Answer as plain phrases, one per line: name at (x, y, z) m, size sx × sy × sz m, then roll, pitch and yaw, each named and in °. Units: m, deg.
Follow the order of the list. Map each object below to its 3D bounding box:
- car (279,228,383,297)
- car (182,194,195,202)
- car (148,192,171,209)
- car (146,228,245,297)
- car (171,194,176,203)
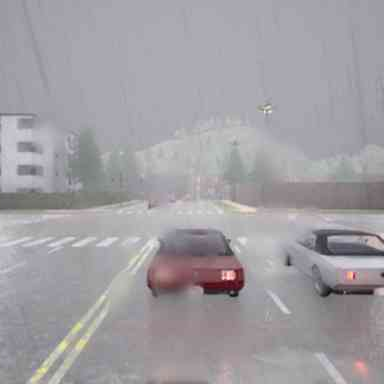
car at (3.619, 1.575, 8.445) m, size 1.895 × 1.301 × 4.718 m, roll 0°, pitch 0°, yaw 2°
car at (-0.756, 1.235, 68.873) m, size 1.882 × 1.535 × 5.008 m, roll 0°, pitch 0°, yaw -14°
car at (-4.229, 1.074, 42.229) m, size 2.150 × 2.045 × 5.566 m, roll 0°, pitch 1°, yaw 0°
car at (0.068, 1.575, 8.463) m, size 1.895 × 1.301 × 4.718 m, roll 0°, pitch 0°, yaw 0°
car at (-4.156, 1.154, 60.814) m, size 2.097 × 1.767 × 4.553 m, roll 0°, pitch 0°, yaw 0°
